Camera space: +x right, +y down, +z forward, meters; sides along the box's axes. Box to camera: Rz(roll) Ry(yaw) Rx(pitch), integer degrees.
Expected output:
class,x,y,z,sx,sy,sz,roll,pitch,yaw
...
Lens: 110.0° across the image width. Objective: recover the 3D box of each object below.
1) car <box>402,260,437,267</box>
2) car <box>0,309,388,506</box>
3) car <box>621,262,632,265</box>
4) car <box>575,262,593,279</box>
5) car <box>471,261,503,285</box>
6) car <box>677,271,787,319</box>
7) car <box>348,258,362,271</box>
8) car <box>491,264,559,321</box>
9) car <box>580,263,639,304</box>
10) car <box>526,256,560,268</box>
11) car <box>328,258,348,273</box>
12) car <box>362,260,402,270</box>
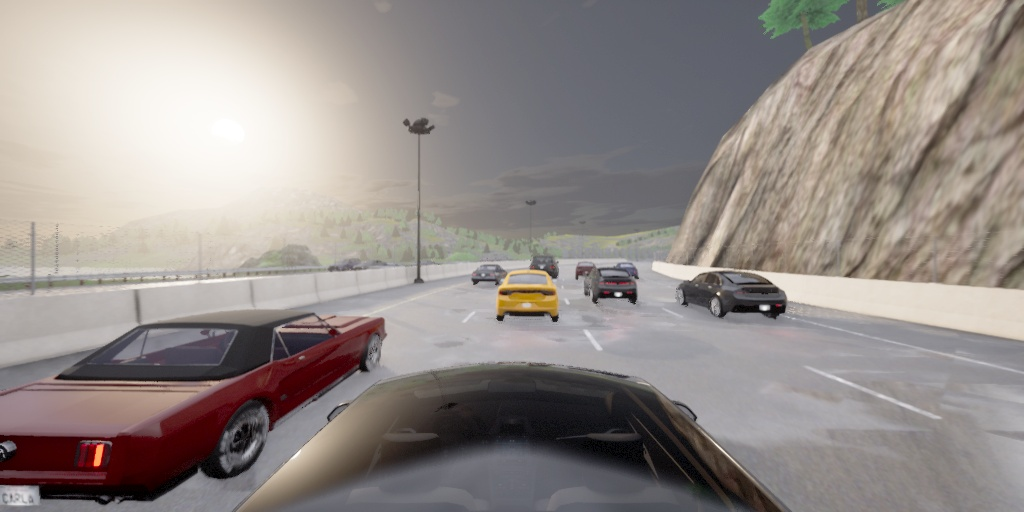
class,x,y,z,sx,sy,sz,roll,pitch,yaw
car,-9.832,1.236,39.764,1.837,1.490,4.892,0,0,13
car,-3.303,1.344,4.659,1.895,1.301,4.718,0,0,1
car,10.349,1.301,32.816,1.812,1.442,4.674,0,0,11
car,6.855,1.245,33.173,1.882,1.535,5.008,0,0,11
car,-1.517,1.296,25.984,2.033,1.411,5.357,0,0,8
car,7.630,1.273,12.990,1.837,1.490,4.892,0,0,4
car,-16.511,1.222,41.942,1.837,1.490,4.892,0,0,13
car,0.585,1.230,12.604,1.882,1.535,5.008,0,0,4
car,4.425,1.266,16.579,1.837,1.490,4.892,0,0,5
car,2.811,0.980,30.706,2.150,2.045,5.566,0,0,10
car,-19.852,1.061,43.028,2.097,1.767,4.553,0,0,13
car,-13.648,1.324,38.698,1.895,1.301,4.718,0,0,12
